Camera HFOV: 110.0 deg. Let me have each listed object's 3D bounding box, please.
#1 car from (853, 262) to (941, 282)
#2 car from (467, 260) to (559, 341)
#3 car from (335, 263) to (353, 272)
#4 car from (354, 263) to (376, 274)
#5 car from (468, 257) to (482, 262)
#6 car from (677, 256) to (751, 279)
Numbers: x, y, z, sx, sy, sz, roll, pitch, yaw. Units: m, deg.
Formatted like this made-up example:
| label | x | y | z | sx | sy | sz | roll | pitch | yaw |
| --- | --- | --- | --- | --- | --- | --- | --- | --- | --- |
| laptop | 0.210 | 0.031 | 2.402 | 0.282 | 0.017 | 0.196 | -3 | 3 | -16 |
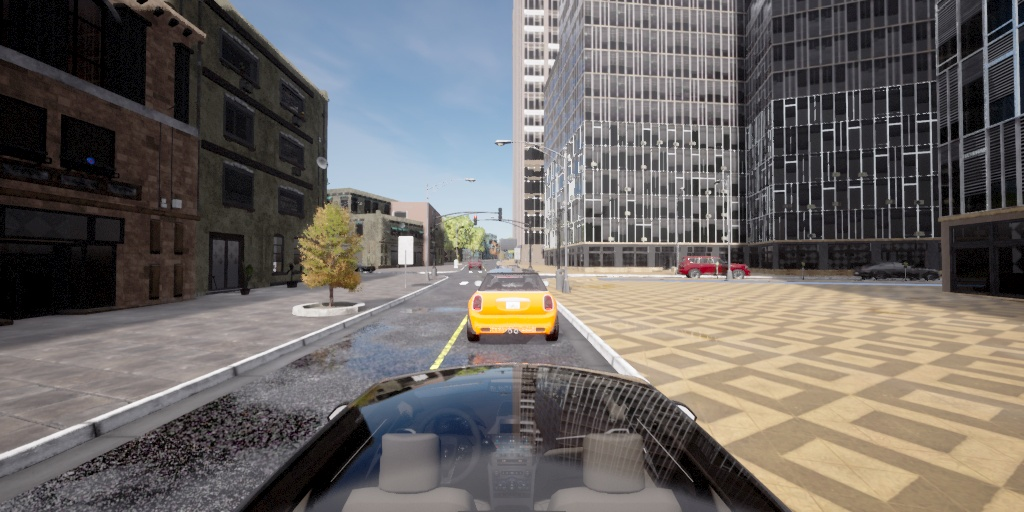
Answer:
| label | x | y | z | sx | sy | sz | roll | pitch | yaw |
| --- | --- | --- | --- | --- | --- | --- | --- | --- | --- |
| car | 28.649 | 1.149 | 26.823 | 4.674 | 1.442 | 1.812 | 0 | -1 | 18 |
| car | 0.003 | 1.105 | 10.002 | 2.097 | 1.767 | 4.553 | 0 | 0 | 0 |
| car | -20.590 | 1.317 | 40.141 | 4.313 | 1.339 | 1.948 | 0 | 0 | 18 |
| car | -18.397 | 1.388 | 42.033 | 4.718 | 1.301 | 1.895 | 0 | -1 | 18 |
| car | -5.483 | 1.240 | 53.359 | 1.882 | 1.535 | 5.008 | 0 | 0 | -6 |
| car | 15.742 | 0.938 | 28.258 | 5.009 | 1.841 | 2.192 | 0 | 0 | 18 |
